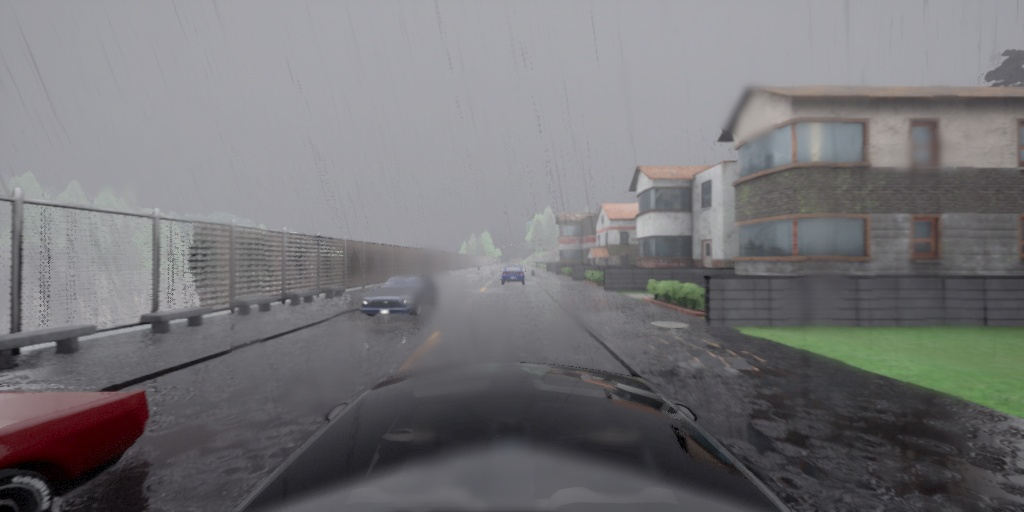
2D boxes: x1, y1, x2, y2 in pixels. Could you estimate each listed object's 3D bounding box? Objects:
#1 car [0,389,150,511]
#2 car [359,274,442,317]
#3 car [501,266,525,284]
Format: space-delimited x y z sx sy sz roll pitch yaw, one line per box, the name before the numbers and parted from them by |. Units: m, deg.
car | -4.100 1.341 0.853 1.895 1.301 4.718 0 -1 0
car | -4.087 1.442 14.173 2.033 1.411 5.357 0 -1 0
car | 0.106 1.562 30.583 1.882 1.535 5.008 0 -1 0
